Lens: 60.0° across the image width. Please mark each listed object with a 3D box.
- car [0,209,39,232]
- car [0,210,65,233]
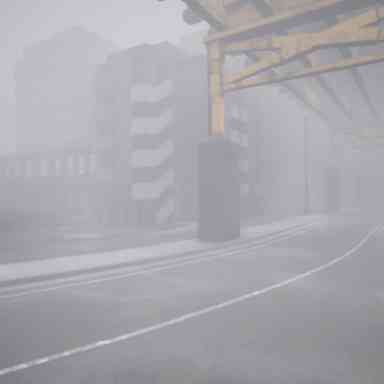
[{"bbox_3d":[-14.681,2.245,26.607,1.851,1.617,3.988,-1,-1,33],"label":"car"},{"bbox_3d":[-12.224,2.200,24.881,2.033,1.415,5.357,-1,-1,33],"label":"car"}]
